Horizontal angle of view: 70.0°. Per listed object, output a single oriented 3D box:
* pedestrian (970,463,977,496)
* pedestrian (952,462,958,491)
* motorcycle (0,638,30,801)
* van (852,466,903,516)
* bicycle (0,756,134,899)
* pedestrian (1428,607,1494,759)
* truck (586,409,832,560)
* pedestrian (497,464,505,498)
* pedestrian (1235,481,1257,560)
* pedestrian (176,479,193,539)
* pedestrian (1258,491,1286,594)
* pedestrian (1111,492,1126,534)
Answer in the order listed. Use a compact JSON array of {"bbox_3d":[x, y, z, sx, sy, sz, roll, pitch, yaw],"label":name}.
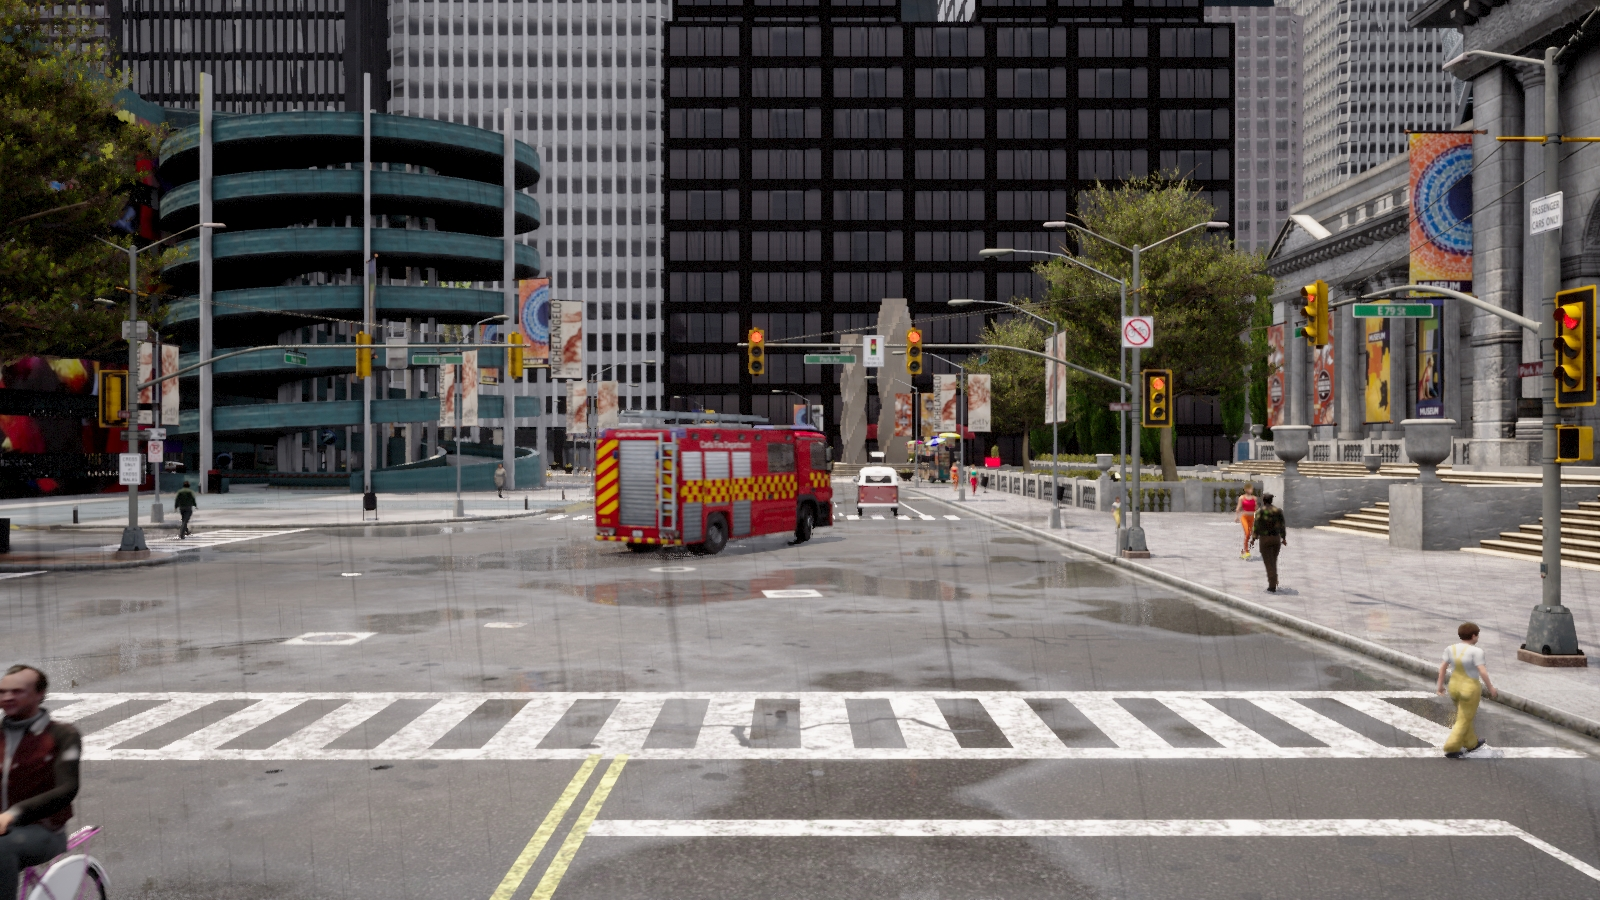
[{"bbox_3d":[9.793,1.671,64.457,0.375,1.860,0.375,0,0,6],"label":"pedestrian"},{"bbox_3d":[9.879,1.667,72.744,0.375,1.860,0.375,0,0,4],"label":"pedestrian"},{"bbox_3d":[-6.831,2.201,8.442,0.867,1.251,2.209,-1,0,-3],"label":"motorcycle"},{"bbox_3d":[3.369,1.763,50.196,2.069,2.038,4.480,0,0,2],"label":"van"},{"bbox_3d":[-3.687,2.207,5.153,0.329,1.171,1.835,-1,0,-1],"label":"bicycle"},{"bbox_3d":[6.074,2.124,10.508,0.375,1.300,0.375,0,0,-20],"label":"pedestrian"},{"bbox_3d":[-2.338,0.877,33.391,2.891,3.827,8.468,0,0,30],"label":"truck"},{"bbox_3d":[-16.204,1.672,61.912,0.375,1.860,0.375,0,0,-2],"label":"pedestrian"},{"bbox_3d":[10.640,1.685,27.243,0.375,1.860,0.375,0,0,0],"label":"pedestrian"},{"bbox_3d":[-19.277,1.835,35.781,0.375,1.860,0.375,0,0,-7],"label":"pedestrian"},{"bbox_3d":[8.671,1.688,21.007,0.375,1.860,0.375,0,0,2],"label":"pedestrian"},{"bbox_3d":[9.922,1.963,35.580,0.375,1.300,0.375,0,0,0],"label":"pedestrian"}]
